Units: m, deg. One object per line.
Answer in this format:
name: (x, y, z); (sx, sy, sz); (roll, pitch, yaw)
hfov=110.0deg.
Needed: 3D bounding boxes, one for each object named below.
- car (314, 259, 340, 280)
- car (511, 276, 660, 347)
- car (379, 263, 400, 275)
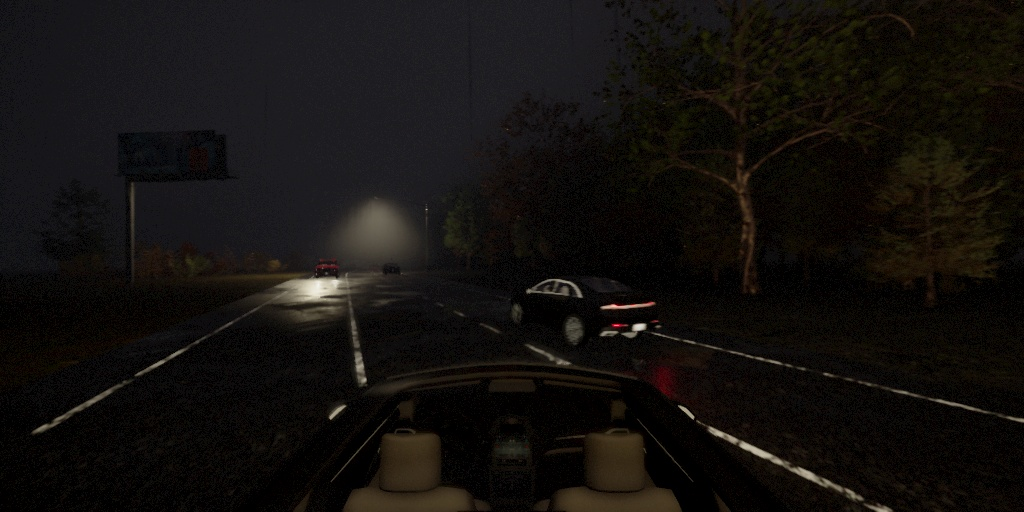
car: (-19.303, 1.371, 37.540); (2.150, 2.045, 5.566); (0, 0, -26)
car: (1.601, 1.278, 9.609); (2.128, 1.511, 4.902); (0, 0, -25)
car: (-15.967, 1.654, 47.101); (1.882, 1.535, 5.008); (0, 0, -25)
